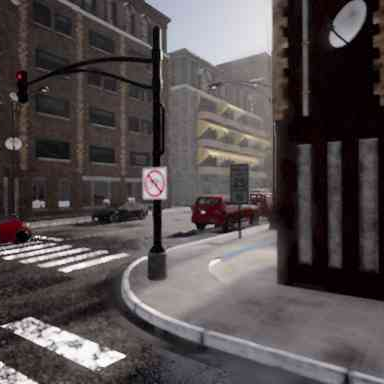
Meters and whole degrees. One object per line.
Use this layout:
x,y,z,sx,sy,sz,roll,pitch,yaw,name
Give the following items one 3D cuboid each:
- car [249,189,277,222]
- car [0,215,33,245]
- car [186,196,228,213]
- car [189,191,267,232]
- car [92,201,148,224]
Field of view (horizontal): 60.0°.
5.131,0.947,22.805,2.192,1.841,5.009,1,1,35,car
-8.677,1.573,13.231,1.994,1.385,4.181,0,2,35,car
1.500,1.128,32.166,1.887,1.381,4.507,1,2,35,car
1.931,1.047,18.304,2.192,1.841,5.009,1,1,35,car
-4.900,1.346,23.162,1.947,1.339,4.313,1,2,35,car
